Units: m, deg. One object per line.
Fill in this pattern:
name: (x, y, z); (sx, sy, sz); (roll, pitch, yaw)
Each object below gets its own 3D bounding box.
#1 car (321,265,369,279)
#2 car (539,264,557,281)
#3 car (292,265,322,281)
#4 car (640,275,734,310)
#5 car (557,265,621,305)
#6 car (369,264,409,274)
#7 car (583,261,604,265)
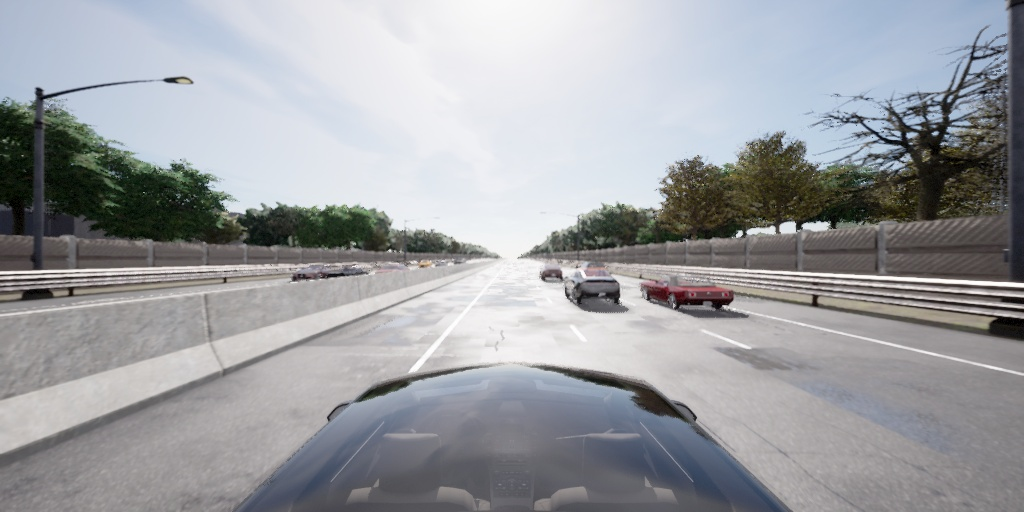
car: (-14.084, 1.553, 30.950); (1.895, 1.301, 4.718); (0, 0, 0)
car: (3.613, 1.492, 33.307); (1.812, 1.442, 4.674); (0, 0, 0)
car: (-17.581, 1.522, 31.962); (1.994, 1.385, 4.181); (0, 0, 0)
car: (7.104, 1.448, 15.211); (1.895, 1.301, 4.718); (0, 0, 0)
car: (3.604, 1.350, 16.756); (2.128, 1.511, 4.902); (0, 0, 0)
car: (-10.583, 1.435, 31.865); (1.882, 1.535, 5.008); (0, 0, 0)
car: (7.112, 1.310, 31.962); (2.097, 1.767, 4.553); (0, 0, 0)
